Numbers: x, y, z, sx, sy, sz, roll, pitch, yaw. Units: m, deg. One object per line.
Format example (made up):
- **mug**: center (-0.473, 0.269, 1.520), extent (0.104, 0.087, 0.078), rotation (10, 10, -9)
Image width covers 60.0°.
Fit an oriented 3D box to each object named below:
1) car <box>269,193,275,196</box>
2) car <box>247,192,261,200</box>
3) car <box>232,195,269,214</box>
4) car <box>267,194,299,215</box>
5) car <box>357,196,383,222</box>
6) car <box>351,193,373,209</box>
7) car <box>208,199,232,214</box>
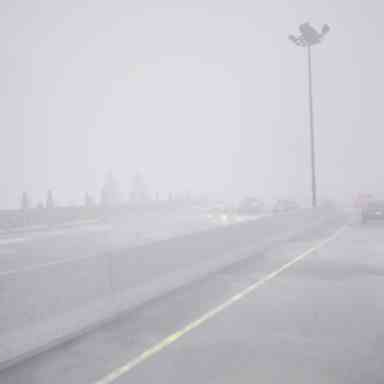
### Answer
- **car**: center (17.464, 1.020, 71.695), extent (2.033, 1.411, 5.357), rotation (-2, 0, 0)
- **car**: center (13.865, 0.895, 74.689), extent (2.128, 1.511, 4.902), rotation (-2, 0, -3)
- **car**: center (5.894, 1.251, 33.124), extent (2.097, 1.767, 4.553), rotation (-2, 0, 24)
- **car**: center (8.626, 1.295, 30.661), extent (2.128, 1.511, 4.902), rotation (-2, 0, 25)
- **car**: center (12.380, 1.223, 22.116), extent (1.994, 1.385, 4.181), rotation (-2, 0, 29)
- **car**: center (18.469, 0.851, 35.791), extent (2.097, 1.767, 4.553), rotation (-2, 0, 21)
- **car**: center (3.214, 1.519, 35.586), extent (1.812, 1.442, 4.674), rotation (-2, 0, 23)
